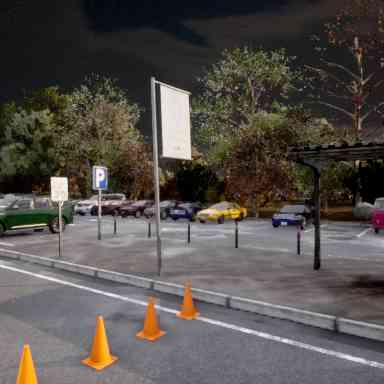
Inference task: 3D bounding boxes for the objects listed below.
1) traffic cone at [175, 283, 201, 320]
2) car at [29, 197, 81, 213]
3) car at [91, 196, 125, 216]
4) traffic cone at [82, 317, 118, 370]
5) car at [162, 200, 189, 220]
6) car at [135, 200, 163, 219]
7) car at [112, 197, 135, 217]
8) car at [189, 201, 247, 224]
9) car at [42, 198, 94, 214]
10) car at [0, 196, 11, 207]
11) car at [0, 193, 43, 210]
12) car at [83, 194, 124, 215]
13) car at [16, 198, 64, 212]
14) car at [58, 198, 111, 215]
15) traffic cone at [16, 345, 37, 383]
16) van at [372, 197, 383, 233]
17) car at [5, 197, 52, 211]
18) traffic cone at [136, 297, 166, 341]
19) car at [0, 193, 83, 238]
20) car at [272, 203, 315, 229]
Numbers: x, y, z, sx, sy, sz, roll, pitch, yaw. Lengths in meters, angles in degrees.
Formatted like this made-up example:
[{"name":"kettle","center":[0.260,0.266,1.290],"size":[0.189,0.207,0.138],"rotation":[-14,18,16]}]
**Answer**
[{"name":"traffic cone","center":[-0.071,1.957,6.056],"size":[0.340,0.580,0.340],"rotation":[0,0,36]},{"name":"car","center":[-15.633,1.444,38.260],"size":[1.946,1.575,5.366],"rotation":[0,0,35]},{"name":"car","center":[-6.650,1.466,31.728],"size":[2.097,1.535,5.008],"rotation":[0,0,35]},{"name":"traffic cone","center":[-1.221,1.957,4.423],"size":[0.340,0.580,0.340],"rotation":[0,0,35]},{"name":"car","center":[0.177,1.504,26.961],"size":[2.163,1.488,4.792],"rotation":[0,0,35]},{"name":"car","center":[-2.107,1.473,28.537],"size":[2.231,1.521,4.892],"rotation":[0,0,35]},{"name":"car","center":[-4.378,1.469,30.132],"size":[2.097,1.535,5.008],"rotation":[0,0,35]},{"name":"car","center":[2.324,1.475,25.189],"size":[1.946,1.575,5.366],"rotation":[0,0,35]},{"name":"car","center":[-13.470,1.455,36.508],"size":[2.097,1.535,5.008],"rotation":[0,0,35]},{"name":"car","center":[-29.262,1.333,47.837],"size":[1.946,1.575,5.366],"rotation":[1,0,35]},{"name":"car","center":[-22.570,1.153,42.873],"size":[2.435,2.045,5.566],"rotation":[0,0,35]},{"name":"car","center":[-8.940,1.212,33.296],"size":[2.435,2.045,5.566],"rotation":[0,0,35]},{"name":"car","center":[-18.024,1.469,39.678],"size":[2.163,1.488,4.792],"rotation":[0,0,35]},{"name":"car","center":[-11.198,1.461,34.910],"size":[2.231,1.521,4.892],"rotation":[0,0,35]},{"name":"traffic cone","center":[-1.796,1.957,3.607],"size":[0.340,0.580,0.340],"rotation":[0,0,35]},{"name":"van","center":[11.582,1.264,19.054],"size":[1.878,1.987,4.442],"rotation":[0,0,35]},{"name":"car","center":[-20.268,1.452,41.326],"size":[2.163,1.488,4.792],"rotation":[0,0,35]},{"name":"traffic cone","center":[-0.646,1.957,5.240],"size":[0.340,0.580,0.340],"rotation":[0,0,35]},{"name":"car","center":[-8.934,1.221,17.307],"size":[2.435,2.045,5.566],"rotation":[0,0,35]},{"name":"car","center":[6.957,1.513,22.125],"size":[2.163,1.488,4.792],"rotation":[0,0,35]}]
